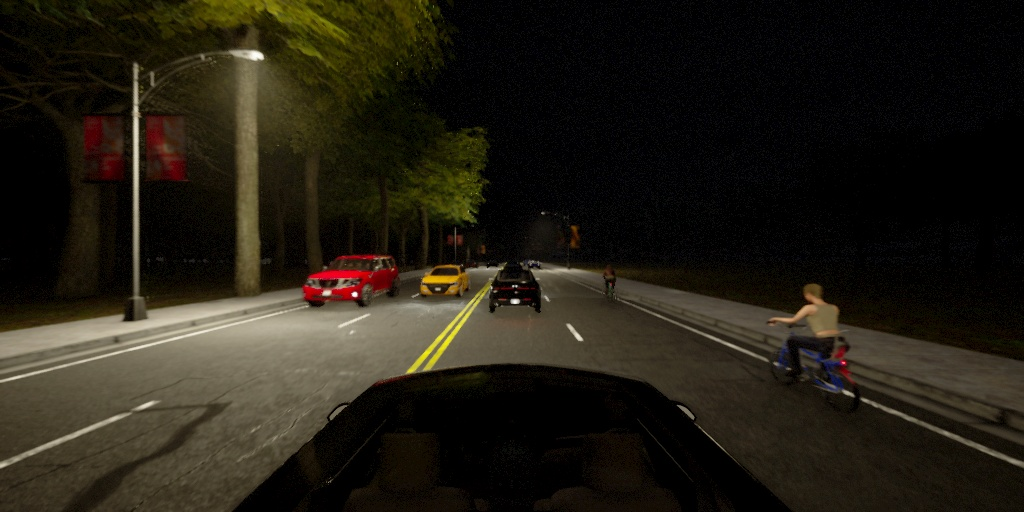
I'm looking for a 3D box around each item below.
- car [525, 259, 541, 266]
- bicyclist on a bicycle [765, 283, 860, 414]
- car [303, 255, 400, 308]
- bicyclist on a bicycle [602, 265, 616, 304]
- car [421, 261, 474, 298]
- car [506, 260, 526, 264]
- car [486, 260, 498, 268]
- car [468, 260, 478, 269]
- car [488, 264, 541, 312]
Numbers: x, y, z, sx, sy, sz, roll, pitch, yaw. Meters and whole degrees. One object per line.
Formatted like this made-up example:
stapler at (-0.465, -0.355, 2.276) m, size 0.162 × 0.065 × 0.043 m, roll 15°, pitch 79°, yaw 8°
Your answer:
car at (3.369, 1.366, 55.775) m, size 1.895 × 1.301 × 4.718 m, roll 0°, pitch 0°, yaw 0°
bicyclist on a bicycle at (4.168, 1.184, 5.049) m, size 0.866 × 1.612 × 1.509 m, roll 0°, pitch 0°, yaw 0°
car at (-6.595, 0.966, 15.529) m, size 2.150 × 2.045 × 5.566 m, roll 0°, pitch 0°, yaw 0°
bicyclist on a bicycle at (4.148, 1.197, 15.296) m, size 0.582 × 1.620 × 1.656 m, roll 0°, pitch 0°, yaw 0°
car at (-3.343, 1.222, 18.661) m, size 1.882 × 1.535 × 5.008 m, roll 0°, pitch 0°, yaw 0°
car at (0.111, 1.270, 32.770) m, size 1.812 × 1.442 × 4.674 m, roll 0°, pitch 0°, yaw 0°
car at (-3.281, 1.373, 59.218) m, size 1.895 × 1.301 × 4.718 m, roll 0°, pitch 0°, yaw 1°
car at (-6.539, 1.332, 57.521) m, size 1.994 × 1.385 × 4.181 m, roll 0°, pitch 0°, yaw 0°
car at (0.105, 1.249, 14.240) m, size 1.837 × 1.490 × 4.892 m, roll 0°, pitch 0°, yaw 0°
